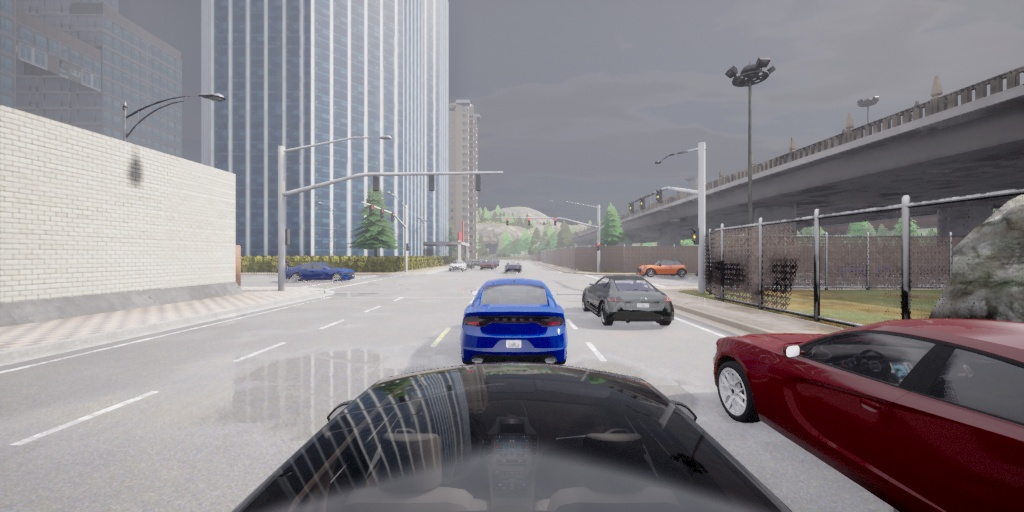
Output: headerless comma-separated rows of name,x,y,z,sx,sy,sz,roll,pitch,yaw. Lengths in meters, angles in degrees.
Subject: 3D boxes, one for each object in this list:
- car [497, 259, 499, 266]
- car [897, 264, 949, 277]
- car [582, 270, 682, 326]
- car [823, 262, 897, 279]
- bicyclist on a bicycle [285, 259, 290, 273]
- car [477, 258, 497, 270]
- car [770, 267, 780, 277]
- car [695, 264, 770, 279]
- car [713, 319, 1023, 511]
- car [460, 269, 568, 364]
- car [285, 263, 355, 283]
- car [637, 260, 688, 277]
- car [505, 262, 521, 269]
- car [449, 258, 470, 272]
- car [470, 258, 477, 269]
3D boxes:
car,-3.574,1.351,61.099,1.895,1.301,4.718,0,0,0
car,39.913,1.406,35.551,4.718,1.301,1.895,0,0,0
car,3.574,1.314,11.751,1.994,1.385,4.181,0,0,0
car,30.684,1.283,32.045,5.008,1.535,1.882,0,0,0
bicyclist on a bicycle,-25.301,1.106,40.213,0.582,1.620,1.656,0,0,0
car,-3.586,1.351,51.935,1.895,1.301,4.718,0,0,0
car,23.738,1.406,35.533,4.718,1.301,1.895,0,0,0
car,19.395,1.353,32.025,5.357,1.411,2.033,0,0,0
car,3.601,1.228,2.757,1.882,1.535,5.008,0,0,0
car,0.053,1.228,8.090,1.882,1.535,5.008,0,0,1
car,-15.103,1.283,28.360,5.008,1.535,1.882,0,0,-2
car,14.757,1.157,35.515,4.553,1.767,2.097,0,0,0
car,0.158,1.353,43.331,1.895,1.301,4.718,0,0,2
car,-7.092,1.276,47.311,1.812,1.442,4.674,0,0,0
car,-7.086,1.102,56.176,2.097,1.767,4.553,0,0,0
